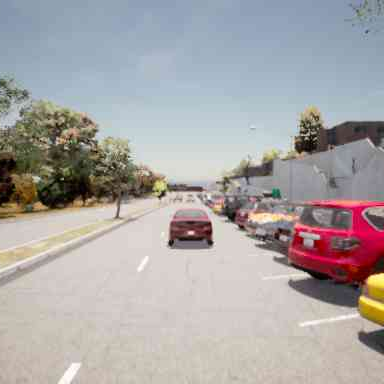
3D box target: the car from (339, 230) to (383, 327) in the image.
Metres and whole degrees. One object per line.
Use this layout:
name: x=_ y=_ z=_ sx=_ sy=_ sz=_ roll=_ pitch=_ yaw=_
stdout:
car: x=5.233 y=1.489 z=5.308 sx=5.366 sy=1.575 sz=1.946 roll=1 pitch=0 yaw=-20

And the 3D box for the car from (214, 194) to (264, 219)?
car: x=4.981 y=1.278 z=26.268 sx=5.566 sy=2.045 sz=2.435 roll=1 pitch=-1 yaw=-20

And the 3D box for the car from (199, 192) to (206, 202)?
car: x=4.793 y=1.504 z=62.279 sx=5.566 sy=2.045 sz=2.435 roll=1 pitch=0 yaw=-20

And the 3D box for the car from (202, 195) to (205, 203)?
car: x=4.805 y=1.777 z=59.280 sx=4.792 sy=1.488 sz=2.163 roll=1 pitch=0 yaw=-20

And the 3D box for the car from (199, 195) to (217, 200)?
car: x=4.565 y=1.611 z=95.282 sx=4.792 sy=1.488 sz=2.163 roll=1 pitch=1 yaw=-20

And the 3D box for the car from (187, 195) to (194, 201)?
car: x=-0.451 y=1.581 z=89.655 sx=1.994 sy=1.385 sz=4.181 roll=0 pitch=0 yaw=0

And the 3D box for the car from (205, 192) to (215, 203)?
car: x=4.869 y=1.351 z=38.237 sx=5.566 sy=2.045 sz=2.435 roll=1 pitch=0 yaw=-20

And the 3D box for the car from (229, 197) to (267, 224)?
car: x=4.956 y=1.381 z=20.241 sx=4.553 sy=1.767 sz=2.185 roll=1 pitch=0 yaw=-20

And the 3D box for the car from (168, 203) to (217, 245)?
car: x=-0.063 y=1.490 z=15.745 sx=1.882 sy=1.535 sz=5.008 roll=0 pitch=0 yaw=0

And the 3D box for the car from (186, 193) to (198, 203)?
car: x=-0.396 y=1.435 z=79.263 sx=2.150 sy=2.045 sz=5.566 roll=0 pitch=0 yaw=0

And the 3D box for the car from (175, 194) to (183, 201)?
car: x=-3.452 y=1.425 z=89.971 sx=2.097 sy=1.767 sz=4.553 roll=0 pitch=0 yaw=0

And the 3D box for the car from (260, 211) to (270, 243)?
car: x=5.057 y=1.522 z=11.260 sx=4.792 sy=1.488 sz=2.163 roll=1 pitch=0 yaw=-20

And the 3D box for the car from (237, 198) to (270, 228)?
car: x=5.034 y=1.376 z=17.255 sx=4.553 sy=1.767 sz=2.185 roll=1 pitch=0 yaw=-20

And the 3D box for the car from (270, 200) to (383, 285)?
car: x=5.075 y=1.240 z=8.257 sx=5.566 sy=2.045 sz=2.435 roll=1 pitch=0 yaw=-20

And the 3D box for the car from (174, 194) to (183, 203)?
car: x=-3.398 y=1.686 z=79.577 sx=1.882 sy=1.535 sz=5.008 roll=0 pitch=0 yaw=0

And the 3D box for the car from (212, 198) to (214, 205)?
car: x=5.095 y=1.561 z=32.318 sx=5.366 sy=1.575 sz=1.946 roll=1 pitch=-1 yaw=-20

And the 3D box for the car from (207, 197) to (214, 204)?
car: x=4.732 y=1.574 z=35.183 sx=5.366 sy=1.575 sz=1.946 roll=1 pitch=0 yaw=-20

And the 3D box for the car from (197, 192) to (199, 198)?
car: x=4.694 y=1.496 z=71.260 sx=5.566 sy=2.045 sz=2.435 roll=1 pitch=1 yaw=-20

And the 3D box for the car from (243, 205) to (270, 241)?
car: x=5.024 y=1.497 z=14.245 sx=4.892 sy=1.521 sz=2.231 roll=1 pitch=0 yaw=-20
